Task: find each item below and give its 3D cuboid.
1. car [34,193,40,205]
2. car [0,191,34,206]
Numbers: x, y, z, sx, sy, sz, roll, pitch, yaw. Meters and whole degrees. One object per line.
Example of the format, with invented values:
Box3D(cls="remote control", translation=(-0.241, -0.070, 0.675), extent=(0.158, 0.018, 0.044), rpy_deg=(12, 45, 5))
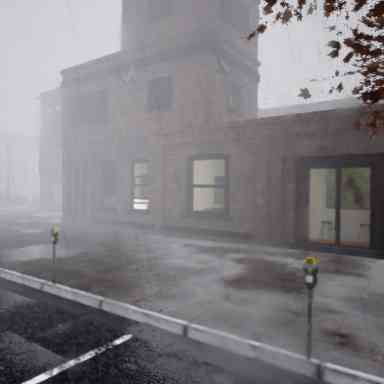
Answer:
Box3D(cls="car", translation=(-19.280, 0.863, 44.654), extent=(1.967, 1.590, 4.097), rpy_deg=(2, 2, 34))
Box3D(cls="car", translation=(-22.419, 0.806, 40.084), extent=(2.192, 1.841, 5.009), rpy_deg=(2, 2, 34))
